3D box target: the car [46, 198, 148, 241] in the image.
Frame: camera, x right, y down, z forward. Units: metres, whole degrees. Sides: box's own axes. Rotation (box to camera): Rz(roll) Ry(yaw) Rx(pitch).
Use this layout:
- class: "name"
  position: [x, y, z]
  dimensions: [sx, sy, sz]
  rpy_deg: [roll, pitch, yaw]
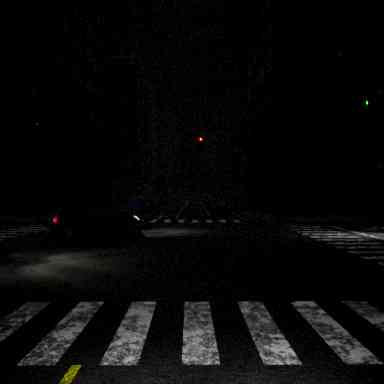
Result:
- class: "car"
  position: [-4.882, 1.349, 16.870]
  dimensions: [4.553, 1.767, 2.097]
  rpy_deg: [0, 0, -31]

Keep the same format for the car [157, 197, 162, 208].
- class: "car"
  position: [-5.617, 1.569, 44.720]
  dimensions: [1.947, 1.339, 4.313]
  rpy_deg: [0, 0, 0]

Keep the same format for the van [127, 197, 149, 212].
- class: "van"
  position: [-5.680, 1.343, 33.383]
  dimensions: [1.690, 1.788, 3.998]
  rpy_deg: [0, 0, 0]

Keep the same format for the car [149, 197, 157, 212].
- class: "car"
  position: [-5.648, 1.443, 39.051]
  dimensions: [1.967, 1.590, 4.097]
  rpy_deg: [0, 0, 0]

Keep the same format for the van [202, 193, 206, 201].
- class: "van"
  position: [2.970, 1.344, 56.015]
  dimensions: [1.690, 1.788, 3.998]
  rpy_deg: [0, 0, 0]

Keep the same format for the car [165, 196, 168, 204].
- class: "car"
  position: [-5.555, 1.569, 56.056]
  dimensions: [1.947, 1.339, 4.313]
  rpy_deg: [0, 0, 0]

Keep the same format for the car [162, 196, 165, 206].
- class: "car"
  position: [-5.586, 1.585, 50.388]
  dimensions: [1.802, 1.307, 4.206]
  rpy_deg: [0, 0, 0]

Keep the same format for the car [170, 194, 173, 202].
- class: "car"
  position: [-5.493, 1.567, 67.392]
  dimensions: [1.947, 1.339, 4.313]
  rpy_deg: [0, 0, 0]

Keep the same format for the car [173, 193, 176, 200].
- class: "car"
  position: [-5.432, 1.522, 78.559]
  dimensions: [1.752, 1.417, 4.829]
  rpy_deg: [0, 0, 0]

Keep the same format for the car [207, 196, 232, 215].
- class: "car"
  position: [2.846, 1.442, 33.339]
  dimensions: [1.967, 1.590, 4.097]
  rpy_deg: [0, 0, 0]

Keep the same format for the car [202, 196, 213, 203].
- class: "car"
  position: [3.033, 1.552, 67.354]
  dimensions: [2.008, 1.369, 4.403]
  rpy_deg: [0, 0, 0]

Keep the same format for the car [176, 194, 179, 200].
- class: "car"
  position: [-5.369, 1.307, 90.065]
  dimensions: [2.192, 1.841, 5.009]
  rpy_deg: [0, 0, 0]

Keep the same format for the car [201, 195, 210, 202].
- class: "car"
  position: [3.095, 1.437, 78.692]
  dimensions: [1.967, 1.590, 4.097]
  rpy_deg: [0, 0, 0]

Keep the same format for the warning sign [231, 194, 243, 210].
- class: "warning sign"
  position: [5.280, 1.118, 39.319]
  dimensions: [1.300, 1.860, 1.060]
  rpy_deg: [0, 0, 0]

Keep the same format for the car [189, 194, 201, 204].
- class: "car"
  position: [0.346, 1.566, 63.712]
  dimensions: [1.994, 1.385, 4.181]
  rpy_deg: [0, 0, 0]

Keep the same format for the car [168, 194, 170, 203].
- class: "car"
  position: [-5.525, 1.527, 61.554]
  dimensions: [1.752, 1.417, 4.829]
  rpy_deg: [0, 0, 0]

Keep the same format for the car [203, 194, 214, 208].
- class: "car"
  position: [2.908, 1.443, 44.677]
  dimensions: [1.967, 1.590, 4.097]
  rpy_deg: [0, 0, 0]

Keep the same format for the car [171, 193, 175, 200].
- class: "car"
  position: [-5.462, 1.544, 73.060]
  dimensions: [1.887, 1.381, 4.507]
  rpy_deg: [0, 0, 0]
